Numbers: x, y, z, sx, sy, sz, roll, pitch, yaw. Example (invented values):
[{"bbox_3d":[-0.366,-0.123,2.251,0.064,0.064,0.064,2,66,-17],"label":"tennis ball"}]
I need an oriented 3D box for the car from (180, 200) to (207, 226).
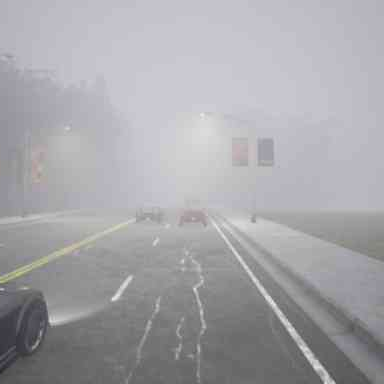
[{"bbox_3d":[0.079,1.572,23.983,1.812,1.442,4.674,0,0,0],"label":"car"}]

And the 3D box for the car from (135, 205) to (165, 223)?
[{"bbox_3d":[-3.168,1.658,26.149,1.895,1.301,4.718,0,0,0],"label":"car"}]

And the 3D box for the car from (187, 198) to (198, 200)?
[{"bbox_3d":[0.071,1.533,42.182,2.097,1.767,4.553,0,-1,0],"label":"car"}]

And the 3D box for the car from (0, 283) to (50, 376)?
[{"bbox_3d":[-3.152,1.568,3.368,1.994,1.385,4.181,0,0,0],"label":"car"}]
